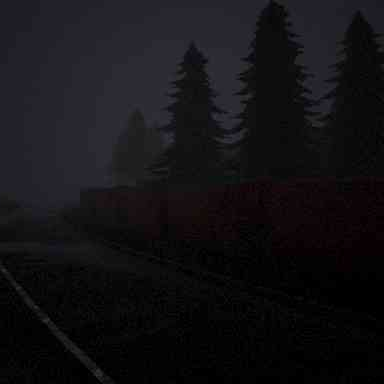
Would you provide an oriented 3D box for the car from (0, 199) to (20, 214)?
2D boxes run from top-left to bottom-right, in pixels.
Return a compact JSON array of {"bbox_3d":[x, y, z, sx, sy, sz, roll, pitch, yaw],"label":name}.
[{"bbox_3d":[-19.471,1.469,34.956,1.882,1.535,5.008,0,0,-17],"label":"car"}]
